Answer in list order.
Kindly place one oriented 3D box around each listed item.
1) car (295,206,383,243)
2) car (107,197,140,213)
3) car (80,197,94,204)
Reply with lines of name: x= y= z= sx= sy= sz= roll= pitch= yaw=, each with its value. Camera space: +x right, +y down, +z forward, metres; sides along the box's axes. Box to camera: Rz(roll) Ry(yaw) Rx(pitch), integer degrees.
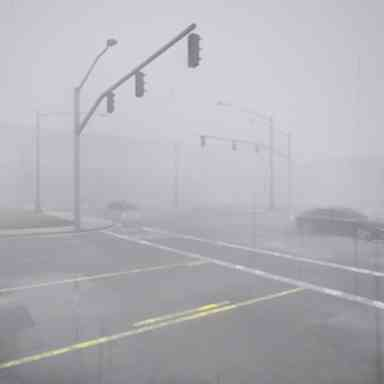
car: x=7.335 y=1.489 z=16.103 sx=1.837 sy=1.490 sz=4.892 roll=0 pitch=0 yaw=-35
car: x=-7.949 y=1.572 z=37.701 sx=1.895 sy=1.301 sz=4.718 roll=0 pitch=0 yaw=-36
car: x=-19.319 y=1.562 z=60.352 sx=1.895 sy=1.301 sz=4.718 roll=0 pitch=0 yaw=-2
